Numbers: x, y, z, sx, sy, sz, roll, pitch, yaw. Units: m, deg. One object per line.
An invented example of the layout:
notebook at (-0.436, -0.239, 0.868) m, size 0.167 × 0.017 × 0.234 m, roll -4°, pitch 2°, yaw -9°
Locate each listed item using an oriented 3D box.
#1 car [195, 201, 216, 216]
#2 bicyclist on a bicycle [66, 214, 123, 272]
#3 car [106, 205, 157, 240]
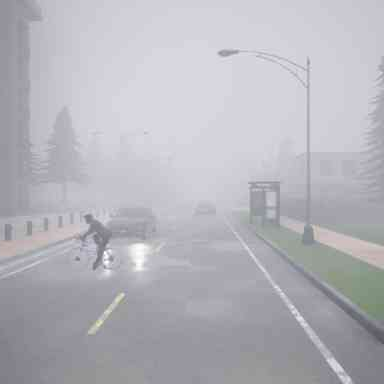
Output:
car at (1.272, 1.564, 32.180) m, size 1.994 × 1.385 × 4.181 m, roll 0°, pitch 0°, yaw 2°
bicyclist on a bicycle at (-2.787, 1.453, 9.491) m, size 1.656 × 1.620 × 0.582 m, roll -1°, pitch 0°, yaw 2°
car at (-2.984, 1.502, 17.215) m, size 1.837 × 1.490 × 4.892 m, roll 0°, pitch 1°, yaw 2°
